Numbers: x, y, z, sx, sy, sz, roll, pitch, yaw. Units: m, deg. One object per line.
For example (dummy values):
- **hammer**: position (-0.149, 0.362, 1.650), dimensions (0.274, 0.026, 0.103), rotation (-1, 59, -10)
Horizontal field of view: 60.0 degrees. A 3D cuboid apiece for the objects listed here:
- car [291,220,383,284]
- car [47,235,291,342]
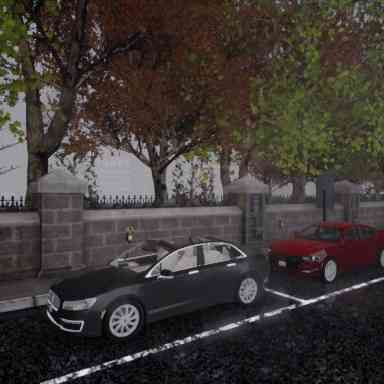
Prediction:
- **car**: position (4.089, 1.546, 9.634), dimensions (4.507, 1.381, 1.887), rotation (0, 0, -36)
- **car**: position (-0.391, 1.551, 6.374), dimensions (4.403, 1.369, 2.008), rotation (0, 0, -36)
